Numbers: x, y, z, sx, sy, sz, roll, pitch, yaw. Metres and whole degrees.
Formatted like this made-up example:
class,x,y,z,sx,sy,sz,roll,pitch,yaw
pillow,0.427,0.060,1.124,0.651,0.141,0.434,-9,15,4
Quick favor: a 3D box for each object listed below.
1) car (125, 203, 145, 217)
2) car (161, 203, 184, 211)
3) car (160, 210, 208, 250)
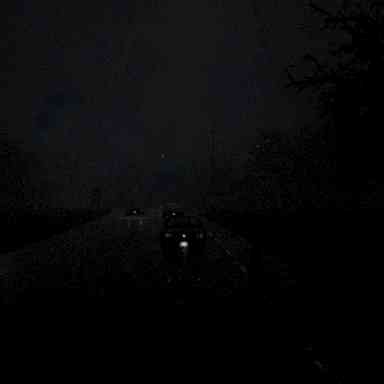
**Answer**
class,x,y,z,sx,sy,sz,roll,pitch,yaw
car,-5.927,1.852,34.863,1.994,1.385,4.181,1,-1,-8
car,-1.809,1.725,30.410,1.882,1.535,5.008,0,0,-7
car,-0.434,1.720,14.996,1.895,1.301,4.718,0,0,-3
